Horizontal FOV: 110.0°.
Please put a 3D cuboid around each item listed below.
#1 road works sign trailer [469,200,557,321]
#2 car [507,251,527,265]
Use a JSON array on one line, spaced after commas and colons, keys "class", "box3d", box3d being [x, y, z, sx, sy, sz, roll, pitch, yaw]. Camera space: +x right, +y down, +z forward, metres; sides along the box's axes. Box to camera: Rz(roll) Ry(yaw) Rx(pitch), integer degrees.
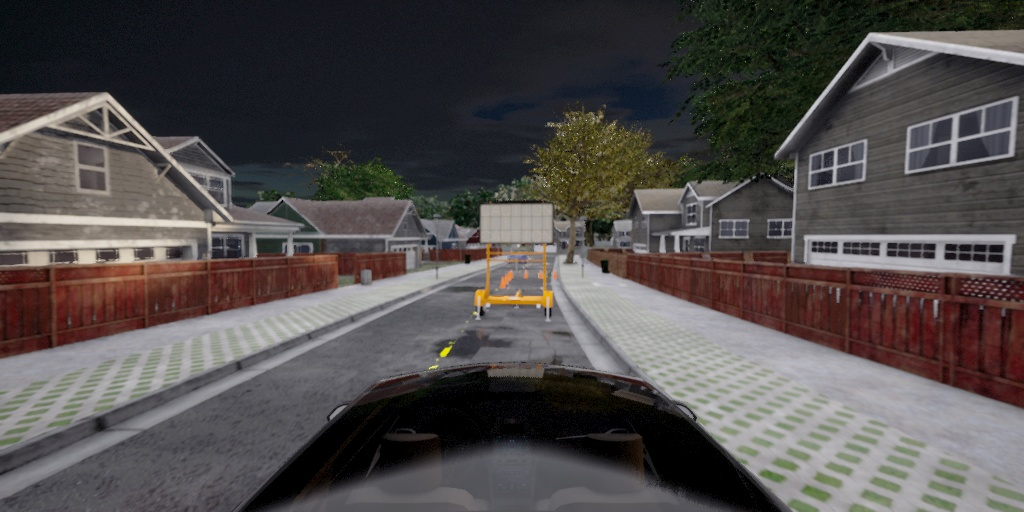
[{"class": "road works sign trailer", "box3d": [0.150, 0.022, 11.631, 2.380, 3.560, 2.880, 0, 0, 6]}, {"class": "car", "box3d": [0.604, 0.222, 41.551, 1.882, 1.535, 5.008, 0, 2, 7]}]
